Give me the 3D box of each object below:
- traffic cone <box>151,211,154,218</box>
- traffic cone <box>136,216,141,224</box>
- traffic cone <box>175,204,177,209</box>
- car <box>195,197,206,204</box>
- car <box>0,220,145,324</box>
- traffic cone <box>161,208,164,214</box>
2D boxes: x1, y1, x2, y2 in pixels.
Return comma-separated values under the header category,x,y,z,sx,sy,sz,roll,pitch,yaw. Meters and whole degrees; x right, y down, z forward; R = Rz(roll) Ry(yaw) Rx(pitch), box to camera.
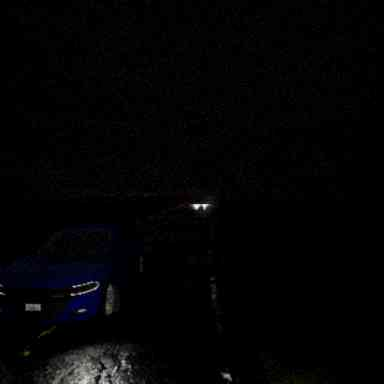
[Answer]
category,x,y,z,sx,sy,sz,roll,pitch,yaw
traffic cone,-3.342,1.907,28.093,0.340,0.580,0.340,0,0,5
traffic cone,-3.753,1.917,23.110,0.340,0.580,0.340,0,0,5
traffic cone,-2.111,1.874,43.043,0.340,0.580,0.340,0,0,5
car,1.575,1.478,59.248,1.895,1.301,4.718,0,0,4
car,-2.322,1.468,7.518,1.882,1.535,5.008,0,0,2
traffic cone,-2.932,1.896,33.077,0.340,0.580,0.340,0,0,5
